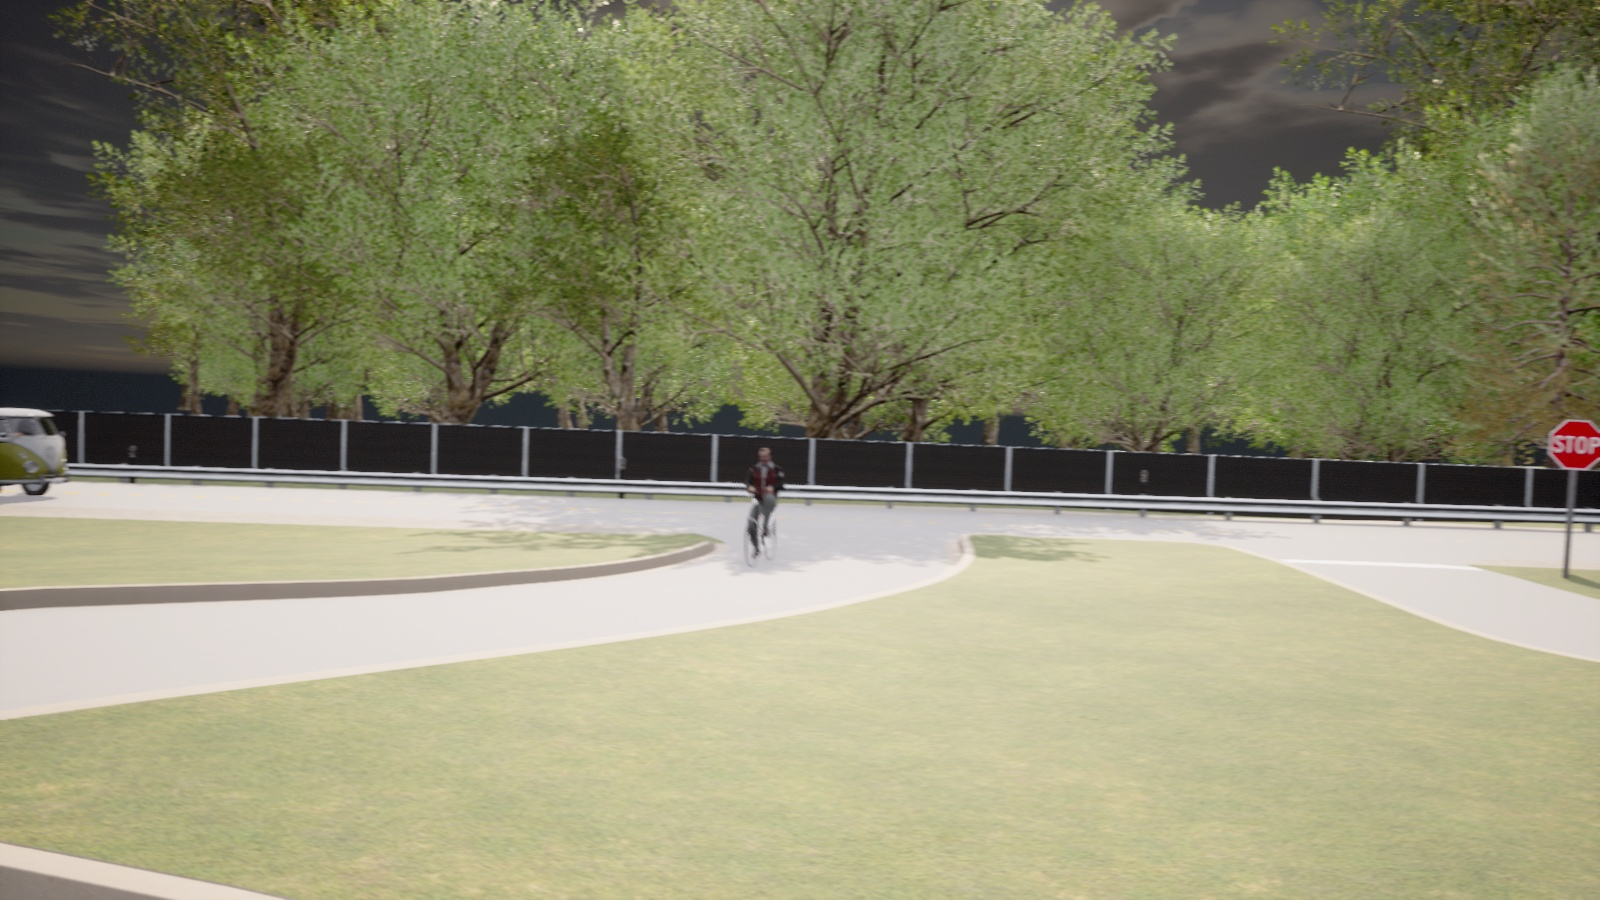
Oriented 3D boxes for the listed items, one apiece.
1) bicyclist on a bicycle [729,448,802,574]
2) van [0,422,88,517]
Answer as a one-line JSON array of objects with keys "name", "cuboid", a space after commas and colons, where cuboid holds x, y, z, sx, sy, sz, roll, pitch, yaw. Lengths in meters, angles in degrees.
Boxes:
[{"name": "bicyclist on a bicycle", "cuboid": [-0.485, 0.863, 18.732, 0.659, 1.776, 1.843, 0, 0, 12]}, {"name": "van", "cuboid": [-18.418, 0.392, 27.741, 4.442, 1.987, 1.775, 0, 2, 6]}]
